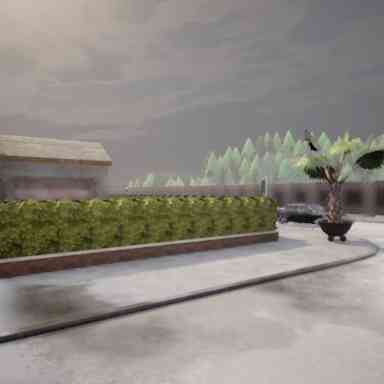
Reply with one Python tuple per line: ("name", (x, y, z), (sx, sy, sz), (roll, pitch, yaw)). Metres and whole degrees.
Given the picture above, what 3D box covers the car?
("car", (7.656, 1.489, 21.836), (2.128, 1.511, 4.902), (0, 0, -35))
